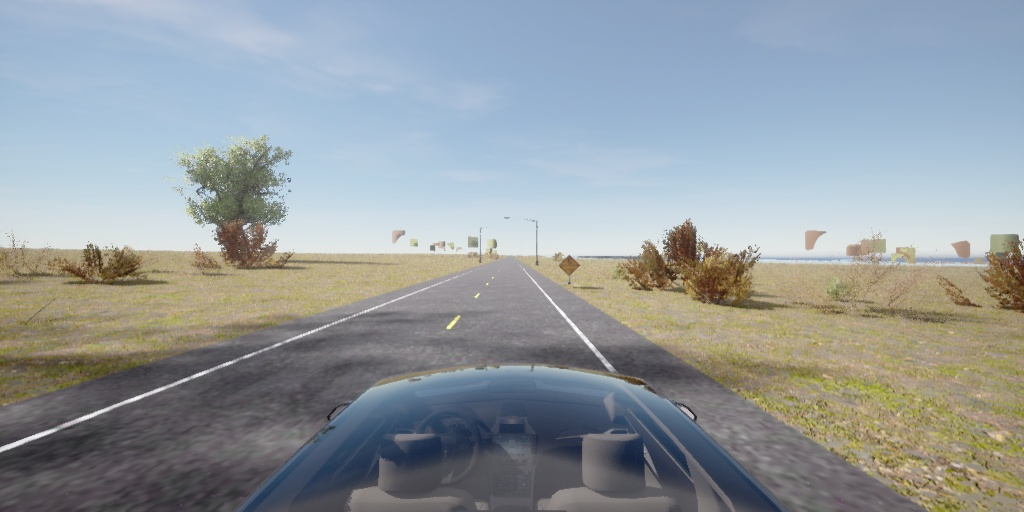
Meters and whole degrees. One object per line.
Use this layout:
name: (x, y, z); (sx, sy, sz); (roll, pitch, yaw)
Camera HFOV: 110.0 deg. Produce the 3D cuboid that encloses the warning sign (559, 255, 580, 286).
warning sign: (3.550, 0.865, 22.192); (1.300, 1.860, 1.060); (0, 0, 0)
